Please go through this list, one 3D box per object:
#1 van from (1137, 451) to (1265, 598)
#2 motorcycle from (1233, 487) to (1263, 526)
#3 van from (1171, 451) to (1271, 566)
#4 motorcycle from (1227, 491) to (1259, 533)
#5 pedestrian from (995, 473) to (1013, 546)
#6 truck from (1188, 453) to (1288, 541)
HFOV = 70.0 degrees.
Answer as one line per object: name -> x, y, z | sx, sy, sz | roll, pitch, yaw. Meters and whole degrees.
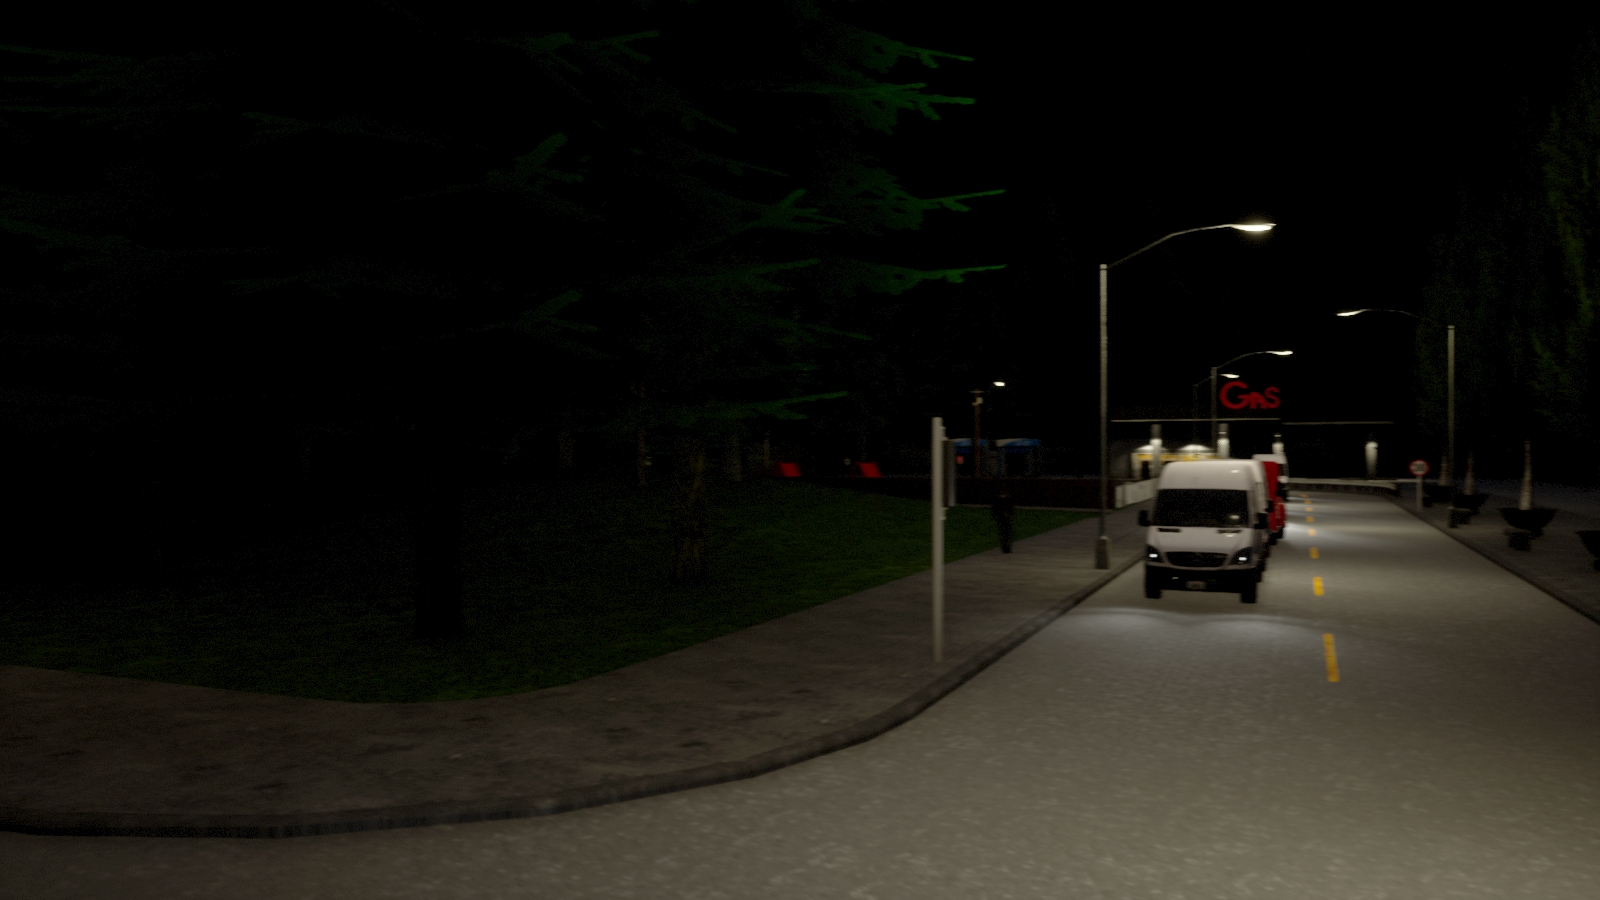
van -> 8.214, 1.310, 23.048 | 1.988, 2.561, 5.915 | 0, 0, 24
motorcycle -> 15.823, 1.974, 40.325 | 0.867, 1.251, 2.209 | 0, 0, 24
van -> 10.605, 1.308, 28.483 | 1.988, 2.561, 5.915 | 0, 0, 24
motorcycle -> 14.192, 1.952, 36.573 | 0.856, 1.236, 1.805 | 0, 0, 24
pedestrian -> 5.255, 1.531, 29.437 | 0.375, 1.860, 0.375 | 0, 0, 24
truck -> 13.551, 1.339, 35.166 | 2.627, 2.467, 5.204 | 0, 0, 24
